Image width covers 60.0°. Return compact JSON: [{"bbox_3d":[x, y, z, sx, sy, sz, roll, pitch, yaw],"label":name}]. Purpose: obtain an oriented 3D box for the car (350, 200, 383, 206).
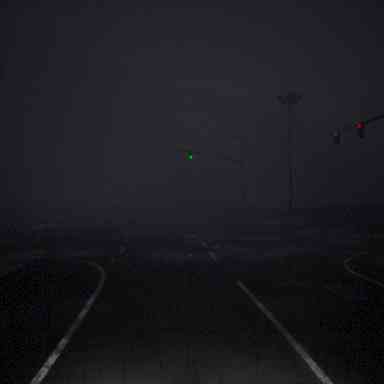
[{"bbox_3d":[26.522,1.900,50.480,4.902,1.511,2.128,0,-1,-7],"label":"car"}]
